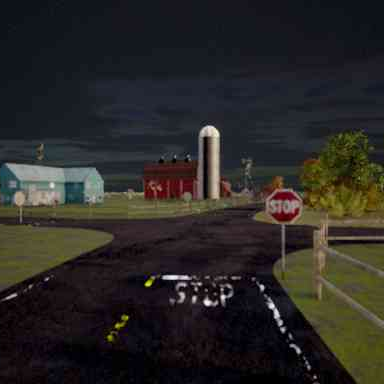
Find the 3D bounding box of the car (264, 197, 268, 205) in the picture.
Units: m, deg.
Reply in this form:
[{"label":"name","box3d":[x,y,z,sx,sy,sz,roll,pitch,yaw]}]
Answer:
[{"label":"car","box3d":[15.690,1.764,66.808,1.837,1.490,4.892,0,0,20]}]
